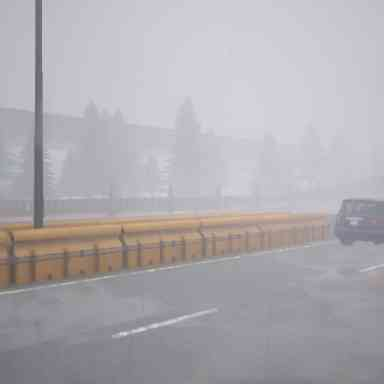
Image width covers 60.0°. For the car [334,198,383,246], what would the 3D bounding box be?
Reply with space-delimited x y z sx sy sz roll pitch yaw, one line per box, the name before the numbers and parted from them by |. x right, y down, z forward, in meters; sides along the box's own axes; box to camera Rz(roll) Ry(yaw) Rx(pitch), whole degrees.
car | 8.295 1.255 14.085 5.566 2.045 2.150 0 0 -36
